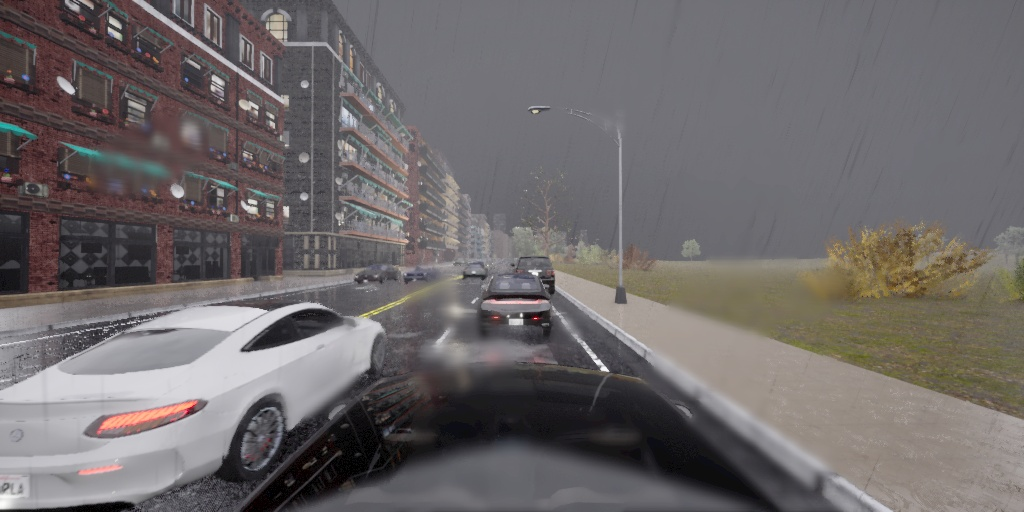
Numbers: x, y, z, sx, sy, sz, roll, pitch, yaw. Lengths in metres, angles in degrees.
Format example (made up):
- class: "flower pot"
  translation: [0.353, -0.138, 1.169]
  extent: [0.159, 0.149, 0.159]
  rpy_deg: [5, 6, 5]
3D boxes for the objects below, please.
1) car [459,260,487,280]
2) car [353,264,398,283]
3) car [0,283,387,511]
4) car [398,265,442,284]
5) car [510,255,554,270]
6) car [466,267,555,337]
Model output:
- class: "car"
  translation: [-3.169, 1.315, 31.714]
  extent: [1.994, 1.385, 4.181]
  rpy_deg: [0, 0, 0]
- class: "car"
  translation: [-9.868, 1.300, 26.830]
  extent: [2.033, 1.411, 5.357]
  rpy_deg: [0, 0, 0]
- class: "car"
  translation: [-3.152, 1.276, 4.541]
  extent: [1.812, 1.442, 4.674]
  rpy_deg: [0, 0, 0]
- class: "car"
  translation: [-6.616, 1.353, 26.777]
  extent: [1.895, 1.301, 4.718]
  rpy_deg: [0, 0, 0]
- class: "car"
  translation: [1.126, 0.977, 20.208]
  extent: [2.150, 2.045, 5.566]
  rpy_deg: [0, 0, 0]
- class: "car"
  translation: [0.095, 1.243, 10.338]
  extent: [2.128, 1.511, 4.902]
  rpy_deg: [0, 0, 0]
